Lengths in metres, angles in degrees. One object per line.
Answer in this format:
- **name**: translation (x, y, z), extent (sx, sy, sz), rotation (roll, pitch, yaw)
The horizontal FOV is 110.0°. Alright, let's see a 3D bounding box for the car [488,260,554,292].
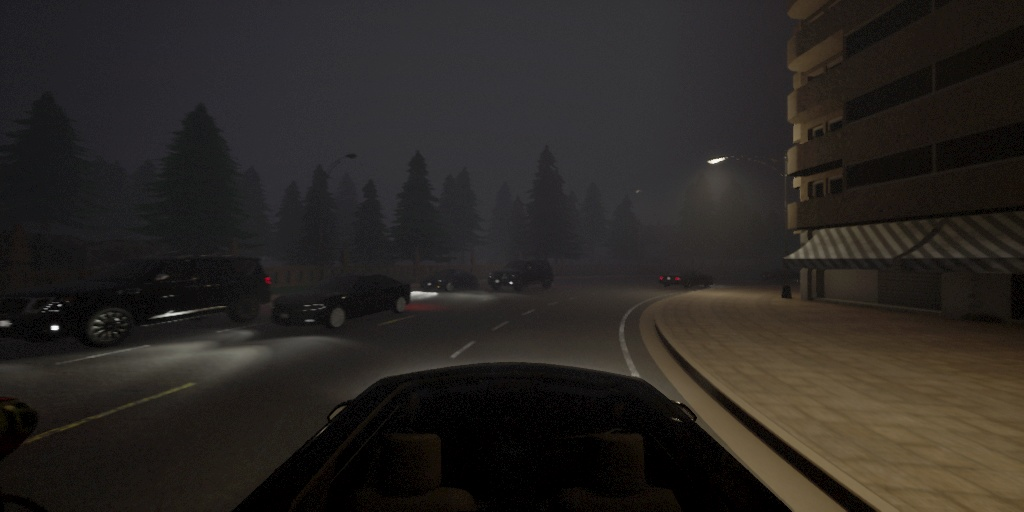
- **car**: translation (0.748, 1.254, 24.486), extent (2.150, 2.045, 5.566), rotation (0, -1, 37)

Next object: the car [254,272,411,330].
- **car**: translation (-5.306, 1.313, 11.865), extent (1.882, 1.535, 5.008), rotation (0, 0, 17)

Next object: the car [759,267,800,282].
- **car**: translation (27.972, 1.902, 37.012), extent (4.674, 1.442, 1.812), rotation (0, -1, -10)

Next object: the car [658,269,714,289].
- **car**: translation (13.370, 1.704, 27.446), extent (5.357, 1.411, 2.033), rotation (1, -1, -37)

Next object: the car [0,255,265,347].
- **car**: translation (-9.520, 0.998, 9.825), extent (2.150, 2.045, 5.566), rotation (0, 0, 12)

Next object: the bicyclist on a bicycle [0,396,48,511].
- **bicyclist on a bicycle**: translation (-3.235, 1.185, 1.959), extent (1.656, 1.620, 0.582), rotation (-2, -1, 2)

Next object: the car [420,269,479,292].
- **car**: translation (-3.990, 1.549, 23.479), extent (1.994, 1.385, 4.181), rotation (0, -1, 31)
